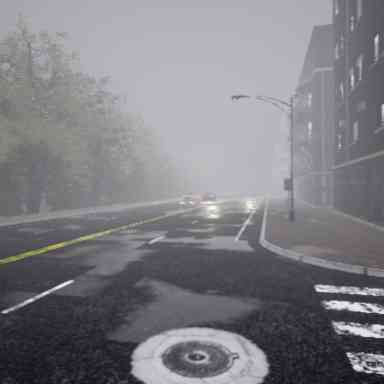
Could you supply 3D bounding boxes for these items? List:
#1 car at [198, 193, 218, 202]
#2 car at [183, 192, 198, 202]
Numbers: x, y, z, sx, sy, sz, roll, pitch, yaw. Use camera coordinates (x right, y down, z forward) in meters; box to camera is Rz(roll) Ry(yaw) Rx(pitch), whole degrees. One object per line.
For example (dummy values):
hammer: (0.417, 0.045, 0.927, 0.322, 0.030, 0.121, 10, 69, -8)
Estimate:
car: (3.006, 0.811, 54.504, 2.033, 1.411, 5.357, 0, 1, 13)
car: (-0.159, 0.756, 55.242, 1.882, 1.535, 5.008, 0, 1, 13)
